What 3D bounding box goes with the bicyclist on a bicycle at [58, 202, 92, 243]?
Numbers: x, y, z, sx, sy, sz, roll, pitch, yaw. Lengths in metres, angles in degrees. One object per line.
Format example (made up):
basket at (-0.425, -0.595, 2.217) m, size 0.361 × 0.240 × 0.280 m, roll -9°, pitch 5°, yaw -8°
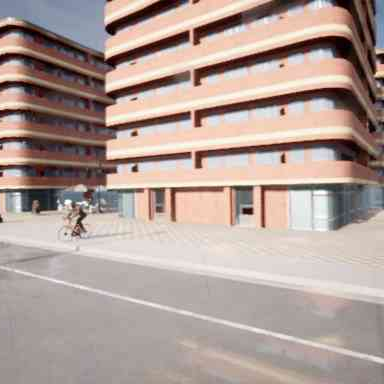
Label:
bicyclist on a bicycle at (-4.778, 1.219, 13.676) m, size 0.582 × 1.620 × 1.656 m, roll 0°, pitch 0°, yaw 34°
